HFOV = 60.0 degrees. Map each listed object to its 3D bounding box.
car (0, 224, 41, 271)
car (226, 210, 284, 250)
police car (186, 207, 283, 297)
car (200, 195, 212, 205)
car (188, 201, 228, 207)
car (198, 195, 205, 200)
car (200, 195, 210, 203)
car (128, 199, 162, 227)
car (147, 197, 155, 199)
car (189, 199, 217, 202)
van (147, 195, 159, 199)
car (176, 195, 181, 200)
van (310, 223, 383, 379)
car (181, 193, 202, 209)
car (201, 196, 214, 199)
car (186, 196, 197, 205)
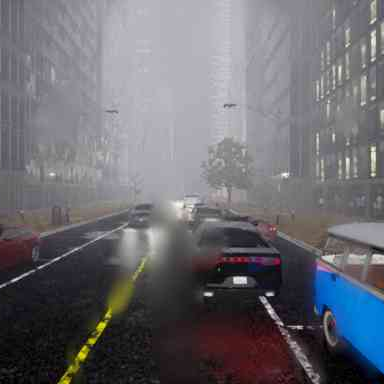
[{"bbox_3d":[-5.709,1.582,9.271,1.802,1.307,4.206,0,0,0],"label":"car"},{"bbox_3d":[2.661,1.582,14.977,1.802,1.307,4.206,0,0,0],"label":"car"},{"bbox_3d":[0.883,1.425,8.718,1.930,1.638,5.238,0,0,0],"label":"police car"},{"bbox_3d":[2.571,1.410,60.517,1.967,1.590,4.097,0,0,0],"label":"car"},{"bbox_3d":[0.862,1.505,18.608,1.837,1.490,4.892,0,0,0],"label":"car"},{"bbox_3d":[2.515,1.463,88.980,1.887,1.381,4.507,0,0,0],"label":"car"},{"bbox_3d":[2.560,1.401,66.209,1.967,1.590,4.097,0,0,0],"label":"car"},{"bbox_3d":[-3.145,1.504,22.954,1.837,1.490,4.892,0,0,0],"label":"car"},{"bbox_3d":[-5.765,1.548,37.734,2.008,1.369,4.403,0,0,0],"label":"car"},{"bbox_3d":[0.851,1.504,24.609,1.837,1.490,4.892,0,0,0],"label":"car"},{"bbox_3d":[-5.787,1.328,49.119,1.690,1.788,3.998,0,0,0],"label":"van"},{"bbox_3d":[-3.175,1.468,87.969,2.033,1.411,5.357,0,0,0],"label":"car"},{"bbox_3d":[2.683,1.341,3.593,1.690,1.788,3.998,0,0,0],"label":"van"},{"bbox_3d":[-0.084,1.212,45.806,2.150,2.045,5.566,0,0,0],"label":"car"},{"bbox_3d":[2.605,1.544,43.440,2.008,1.369,4.403,0,0,0],"label":"car"},{"bbox_3d":[-0.120,1.496,60.184,1.812,1.442,4.674,0,0,0],"label":"car"}]
